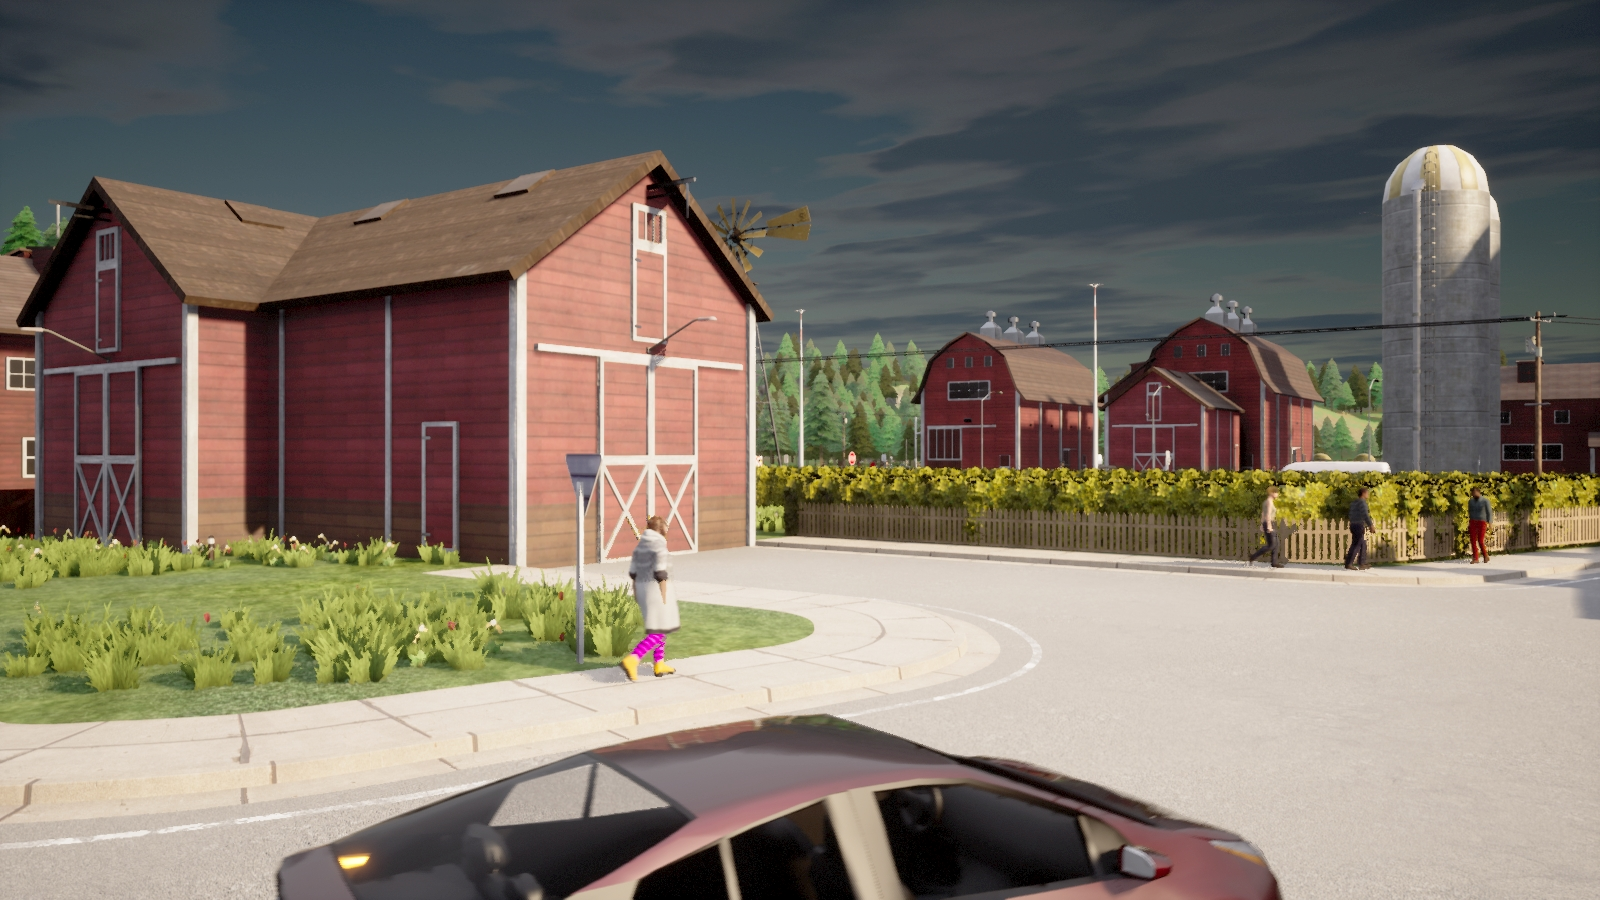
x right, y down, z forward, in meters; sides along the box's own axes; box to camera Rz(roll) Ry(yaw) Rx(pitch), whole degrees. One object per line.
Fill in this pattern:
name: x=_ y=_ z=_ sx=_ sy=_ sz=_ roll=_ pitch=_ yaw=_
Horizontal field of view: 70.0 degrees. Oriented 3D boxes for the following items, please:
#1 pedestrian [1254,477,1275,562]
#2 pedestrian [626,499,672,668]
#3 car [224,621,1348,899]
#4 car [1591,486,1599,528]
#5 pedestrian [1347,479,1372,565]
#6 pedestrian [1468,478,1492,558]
pedestrian: x=10.232 y=1.519 z=25.158 sx=0.375 sy=1.860 sz=0.375 roll=0 pitch=0 yaw=14
pedestrian: x=-1.717 y=1.496 z=12.956 sx=0.375 sy=1.860 sz=0.375 roll=0 pitch=0 yaw=-40
car: x=0.123 y=1.849 z=4.987 sx=4.514 sy=1.525 sz=2.007 roll=-1 pitch=1 yaw=-33
car: x=31.949 y=2.129 z=41.769 sx=4.902 sy=1.511 sz=2.128 roll=0 pitch=0 yaw=32
pedestrian: x=12.188 y=1.558 z=24.890 sx=0.375 sy=1.860 sz=0.375 roll=0 pitch=0 yaw=4
pedestrian: x=16.026 y=1.602 z=26.928 sx=0.375 sy=1.860 sz=0.375 roll=0 pitch=0 yaw=-33
